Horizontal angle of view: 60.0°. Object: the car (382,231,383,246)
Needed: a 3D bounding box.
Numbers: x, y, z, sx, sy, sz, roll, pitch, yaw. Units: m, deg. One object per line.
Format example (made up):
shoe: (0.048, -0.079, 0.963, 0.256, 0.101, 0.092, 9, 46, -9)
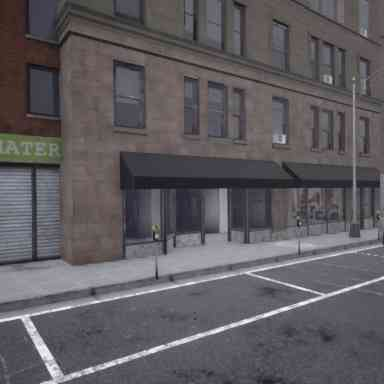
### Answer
car: (9.266, 1.540, 13.185, 4.507, 1.381, 1.887, 0, -1, -36)
